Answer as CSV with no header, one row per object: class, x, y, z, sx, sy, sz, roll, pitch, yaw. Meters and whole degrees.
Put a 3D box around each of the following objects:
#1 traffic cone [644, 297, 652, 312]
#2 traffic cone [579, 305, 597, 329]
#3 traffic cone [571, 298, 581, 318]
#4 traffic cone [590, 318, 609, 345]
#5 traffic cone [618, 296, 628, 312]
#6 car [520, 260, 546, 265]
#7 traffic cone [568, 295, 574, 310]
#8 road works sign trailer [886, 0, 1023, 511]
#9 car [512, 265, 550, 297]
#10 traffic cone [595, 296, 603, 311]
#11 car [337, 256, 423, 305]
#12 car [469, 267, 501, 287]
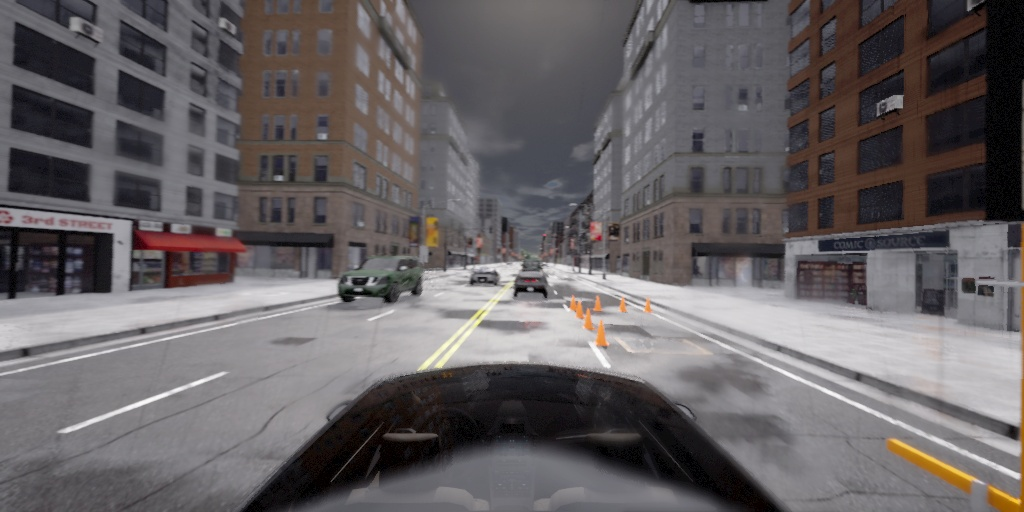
traffic cone,5.488,1.956,14.488,0.340,0.580,0.340,0,0,3
traffic cone,2.263,1.846,10.668,0.340,0.580,0.340,0,0,3
traffic cone,2.378,1.870,12.665,0.340,0.580,0.340,0,0,3
traffic cone,2.148,1.823,8.671,0.340,0.580,0.340,0,0,3
traffic cone,4.489,1.935,14.546,0.340,0.580,0.340,0,0,3
car,2.016,1.381,36.771,2.150,2.045,5.566,1,0,3
traffic cone,2.493,1.893,14.661,0.340,0.580,0.340,0,0,3
road works sign trailer,3.125,0.281,1.604,2.380,3.560,2.880,0,0,3
car,1.092,1.476,20.816,1.837,1.490,4.892,1,0,3
traffic cone,3.491,1.914,14.603,0.340,0.580,0.340,0,0,3
car,-5.847,0.998,16.763,2.150,2.045,5.566,1,-1,3
car,-1.980,1.536,27.345,1.994,1.385,4.181,1,-1,3
